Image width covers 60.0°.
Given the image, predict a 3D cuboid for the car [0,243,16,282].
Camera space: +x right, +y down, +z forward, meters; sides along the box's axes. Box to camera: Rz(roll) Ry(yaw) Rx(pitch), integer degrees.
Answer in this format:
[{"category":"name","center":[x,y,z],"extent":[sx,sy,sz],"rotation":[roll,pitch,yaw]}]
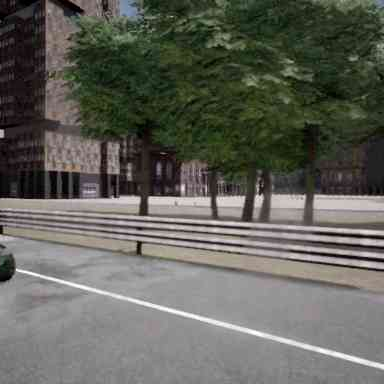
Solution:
[{"category":"car","center":[-6.358,1.560,8.481],"extent":[4.181,1.385,1.994],"rotation":[0,0,35]}]
